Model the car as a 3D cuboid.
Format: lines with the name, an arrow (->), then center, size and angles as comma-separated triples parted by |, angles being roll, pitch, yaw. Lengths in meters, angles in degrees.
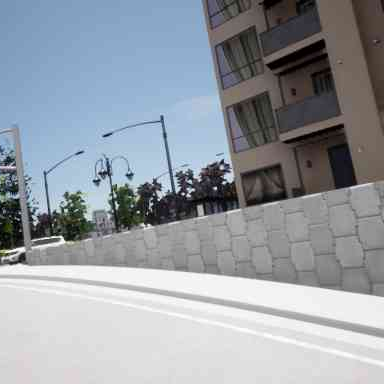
car -> -14.105, 5.303, 30.306 | 2.150, 2.045, 5.566 | -14, -8, 35
